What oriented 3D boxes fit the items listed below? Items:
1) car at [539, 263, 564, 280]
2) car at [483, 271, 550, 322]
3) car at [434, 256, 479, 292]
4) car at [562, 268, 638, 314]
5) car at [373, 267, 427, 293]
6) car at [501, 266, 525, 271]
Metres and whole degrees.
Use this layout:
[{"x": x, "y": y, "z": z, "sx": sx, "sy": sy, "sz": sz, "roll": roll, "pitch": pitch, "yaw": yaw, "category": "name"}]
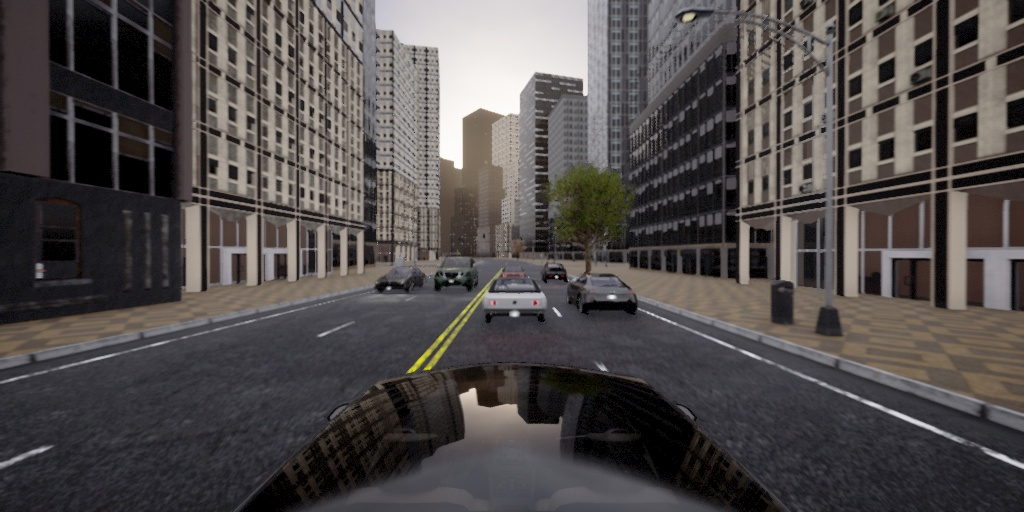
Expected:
[{"x": 3.354, "y": 1.340, "z": 29.285, "sx": 1.837, "sy": 1.490, "sz": 4.892, "roll": 0, "pitch": 0, "yaw": 0, "category": "car"}, {"x": 0.090, "y": 1.387, "z": 12.520, "sx": 1.895, "sy": 1.301, "sz": 4.718, "roll": 0, "pitch": 0, "yaw": 0, "category": "car"}, {"x": -3.338, "y": 1.039, "z": 22.474, "sx": 2.150, "sy": 2.045, "sz": 5.566, "roll": 0, "pitch": 0, "yaw": 0, "category": "car"}, {"x": 3.345, "y": 1.355, "z": 13.986, "sx": 1.994, "sy": 1.385, "sz": 4.181, "roll": 0, "pitch": 0, "yaw": 0, "category": "car"}, {"x": -6.584, "y": 1.362, "z": 21.838, "sx": 2.033, "sy": 1.411, "sz": 5.357, "roll": 0, "pitch": 0, "yaw": 0, "category": "car"}, {"x": 0.100, "y": 1.431, "z": 27.617, "sx": 1.895, "sy": 1.301, "sz": 4.718, "roll": 0, "pitch": 0, "yaw": 0, "category": "car"}]
